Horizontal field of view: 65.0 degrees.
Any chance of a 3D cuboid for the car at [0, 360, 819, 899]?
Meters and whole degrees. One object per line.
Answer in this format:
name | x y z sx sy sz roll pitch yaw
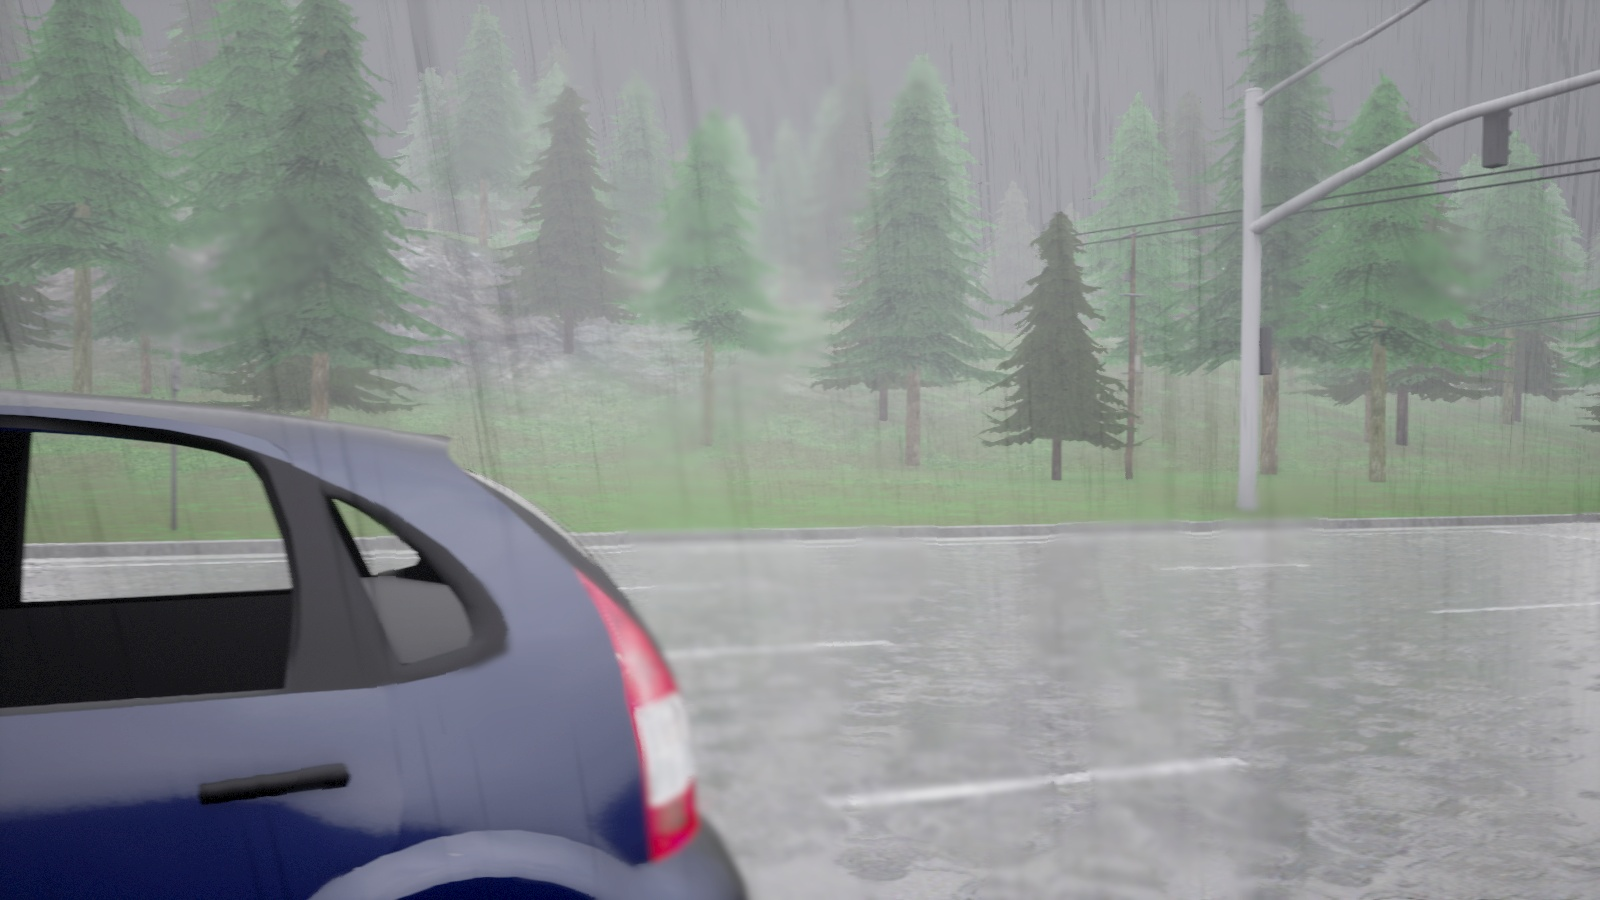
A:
car | -2.160 0.680 2.417 3.988 1.617 1.851 -1 1 -21
